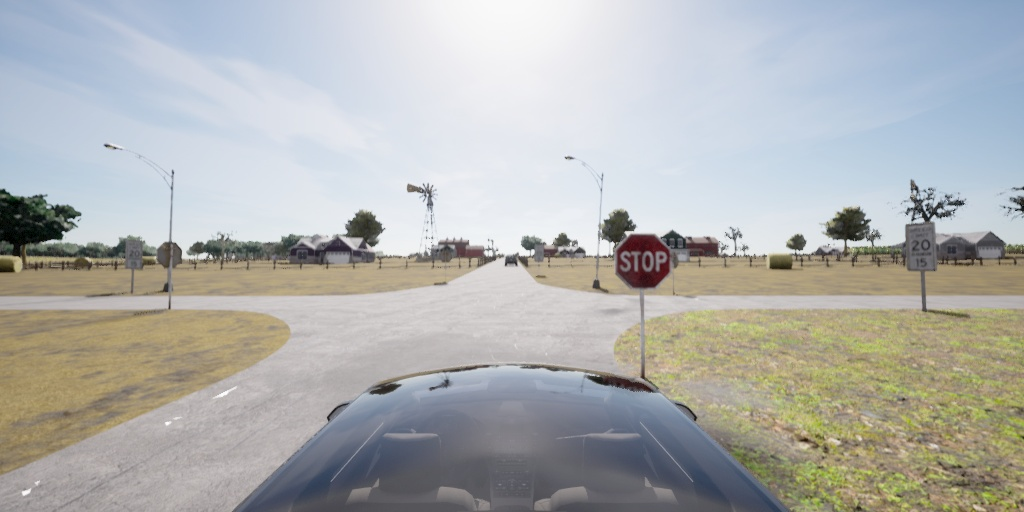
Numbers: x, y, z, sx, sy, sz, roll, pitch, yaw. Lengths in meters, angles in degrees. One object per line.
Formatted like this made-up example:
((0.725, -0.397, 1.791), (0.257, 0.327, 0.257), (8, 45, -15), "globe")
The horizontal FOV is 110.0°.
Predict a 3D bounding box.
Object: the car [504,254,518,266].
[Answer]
((-0.125, 0.688, 61.397), (2.150, 2.045, 5.566), (0, 0, 0), "car")
